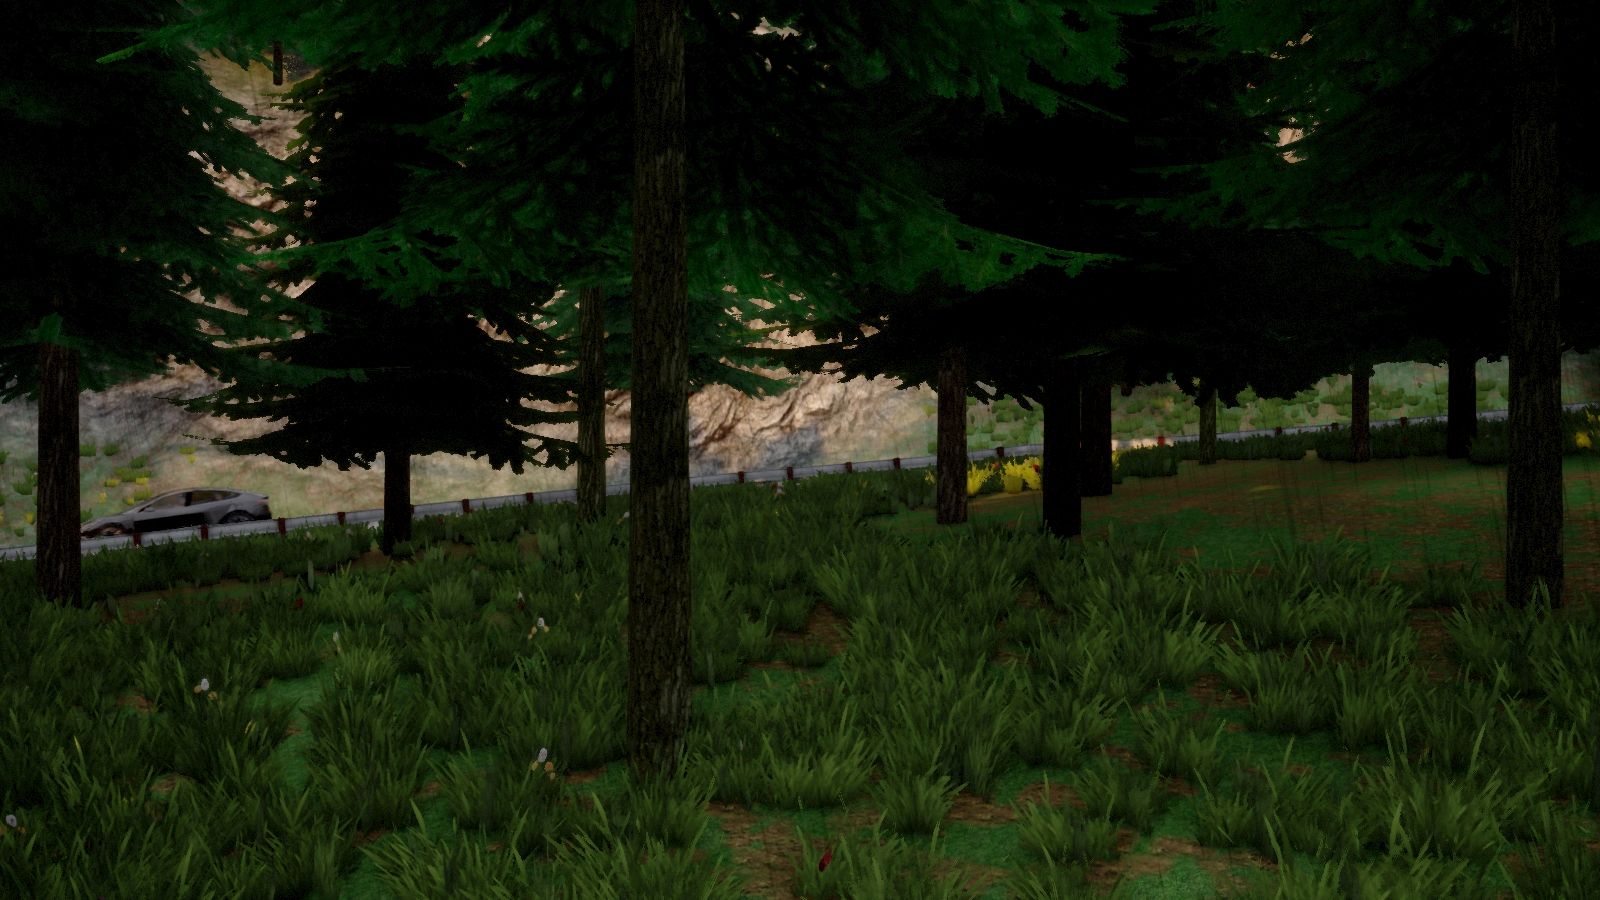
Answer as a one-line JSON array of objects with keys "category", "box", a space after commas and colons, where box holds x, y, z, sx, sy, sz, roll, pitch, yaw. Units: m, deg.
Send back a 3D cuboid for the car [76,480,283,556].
[{"category": "car", "box": [-17.136, 1.816, 31.621, 4.792, 1.488, 2.163, -5, 3, -32]}]
